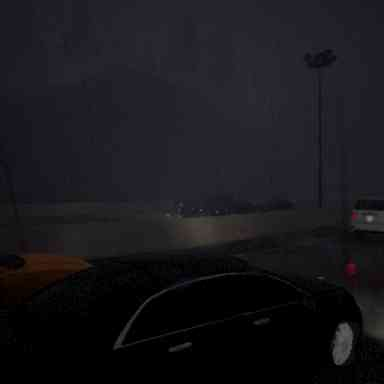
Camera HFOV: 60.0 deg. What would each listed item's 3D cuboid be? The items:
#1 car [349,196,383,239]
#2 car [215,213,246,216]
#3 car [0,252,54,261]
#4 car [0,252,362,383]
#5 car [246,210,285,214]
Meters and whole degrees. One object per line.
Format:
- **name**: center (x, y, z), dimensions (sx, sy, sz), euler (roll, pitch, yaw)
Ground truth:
- **car**: center (9.742, 1.192, 16.193), dimensions (5.566, 2.045, 2.150), euler (-1, 0, -41)
- **car**: center (3.917, 1.473, 29.838), dimensions (4.902, 1.511, 2.128), euler (0, 0, -42)
- **car**: center (-4.051, 1.488, 5.255), dimensions (5.008, 1.535, 1.882), euler (0, 0, -36)
- **car**: center (0.145, 1.504, 3.983), dimensions (4.892, 1.490, 1.837), euler (0, 0, -36)
- **car**: center (6.875, 1.215, 27.784), dimensions (4.674, 1.442, 1.812), euler (0, 0, -43)
